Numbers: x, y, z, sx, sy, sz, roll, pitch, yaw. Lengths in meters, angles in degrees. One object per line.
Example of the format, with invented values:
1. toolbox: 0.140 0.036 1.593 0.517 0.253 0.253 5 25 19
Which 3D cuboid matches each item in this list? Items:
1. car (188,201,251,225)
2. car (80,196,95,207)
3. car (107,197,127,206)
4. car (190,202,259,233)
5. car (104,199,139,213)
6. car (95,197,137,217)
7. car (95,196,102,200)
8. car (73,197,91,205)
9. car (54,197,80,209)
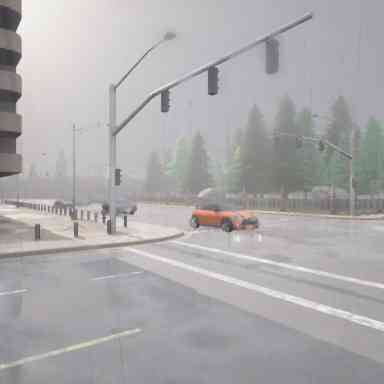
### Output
1. car: 2.025 1.547 25.851 2.128 1.511 4.902 0 0 -38
2. car: -17.642 1.547 52.473 2.128 1.511 4.902 0 0 -36
3. car: -13.251 1.581 58.581 1.812 1.442 4.674 0 0 -36
4. car: 1.879 1.388 20.071 2.097 1.767 4.553 0 -1 -36
5. car: -8.578 1.603 40.123 2.033 1.411 5.357 0 0 -36
6. car: -7.251 1.548 32.430 2.128 1.511 4.902 0 0 -36
7. car: -18.760 1.547 66.023 2.128 1.511 4.902 0 0 -36
8. car: -20.828 1.656 62.931 1.895 1.301 4.718 0 0 -36
9. car: -18.009 1.603 47.038 2.033 1.411 5.357 0 0 -36
